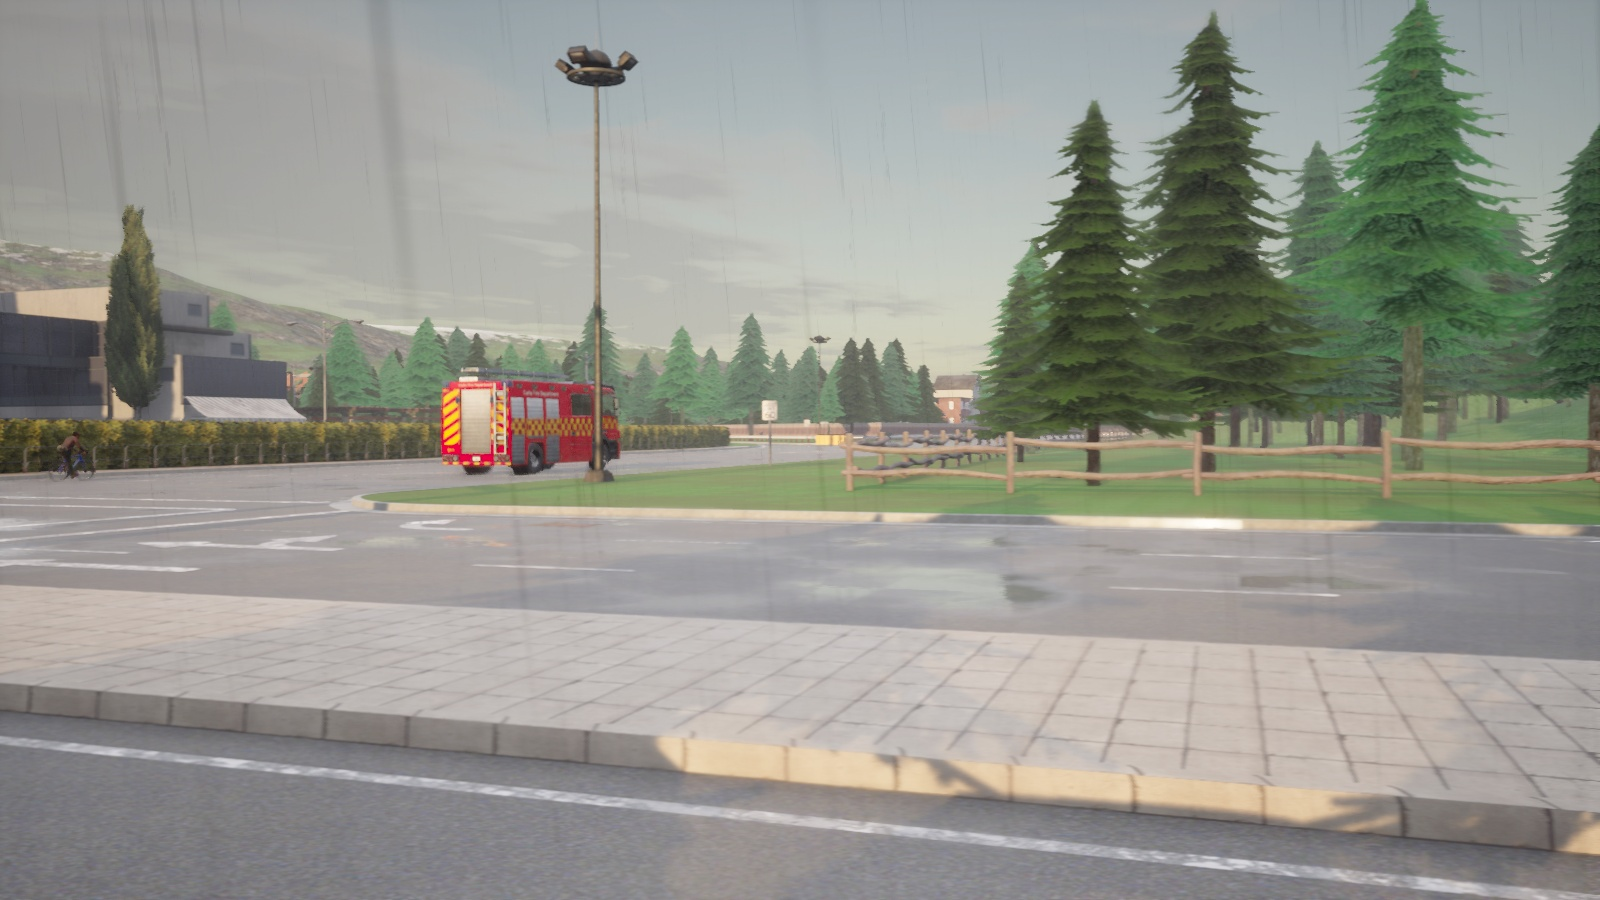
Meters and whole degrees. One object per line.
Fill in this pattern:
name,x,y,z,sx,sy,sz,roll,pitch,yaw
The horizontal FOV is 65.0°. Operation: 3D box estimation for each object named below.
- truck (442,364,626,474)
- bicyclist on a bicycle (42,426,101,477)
truck,-9.927,-1.141,48.101,2.891,3.827,8.468,1,1,19
bicyclist on a bicycle,-23.663,0.044,40.811,0.582,1.620,1.656,1,1,20
